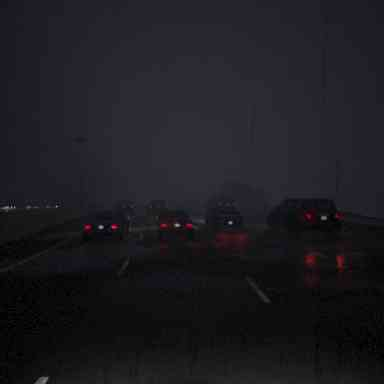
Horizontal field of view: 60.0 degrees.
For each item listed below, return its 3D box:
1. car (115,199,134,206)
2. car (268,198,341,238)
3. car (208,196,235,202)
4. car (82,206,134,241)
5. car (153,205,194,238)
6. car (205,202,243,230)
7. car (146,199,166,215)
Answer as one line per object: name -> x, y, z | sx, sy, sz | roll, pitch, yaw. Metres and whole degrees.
car -> -7.493, 1.618, 36.947 | 2.097, 1.767, 4.553 | 0, 0, -11
car -> 6.017, 1.341, 18.490 | 2.150, 2.045, 5.566 | 0, 0, -6
car -> 3.202, 1.473, 37.155 | 2.150, 2.045, 5.566 | 0, 0, -11
car -> -4.428, 1.677, 17.693 | 2.033, 1.411, 5.357 | 0, 0, -6
car -> -0.993, 1.677, 18.489 | 2.033, 1.411, 5.357 | 0, 0, -6
car -> 2.034, 1.644, 22.435 | 2.128, 1.511, 4.902 | 0, 0, -7
car -> -3.959, 1.614, 37.148 | 2.097, 1.767, 4.553 | 0, 0, -11
